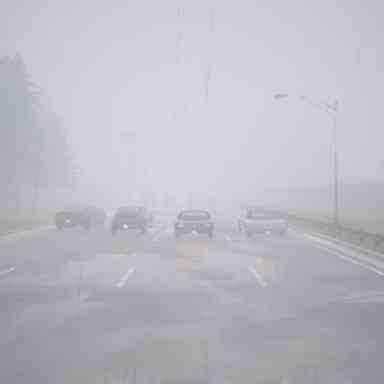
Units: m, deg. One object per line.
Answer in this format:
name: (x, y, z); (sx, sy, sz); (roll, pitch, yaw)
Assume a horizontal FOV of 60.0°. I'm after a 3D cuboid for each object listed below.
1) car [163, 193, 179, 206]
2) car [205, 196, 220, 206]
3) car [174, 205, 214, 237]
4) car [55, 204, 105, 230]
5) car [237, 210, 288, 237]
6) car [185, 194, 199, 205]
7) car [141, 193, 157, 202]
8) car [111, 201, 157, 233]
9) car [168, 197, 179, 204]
car: (-3.499, 1.246, 54.709); (2.150, 2.045, 5.566); (0, 0, 0)
car: (3.501, 1.529, 54.679); (1.837, 1.490, 4.892); (0, 0, 0)
car: (0.100, 1.609, 17.890); (1.895, 1.301, 4.718); (0, 0, 0)
car: (-6.899, 1.487, 21.027); (1.882, 1.535, 5.008); (0, 0, 0)
car: (3.600, 1.609, 17.900); (1.895, 1.301, 4.718); (0, 0, 0)
car: (0.001, 1.529, 54.679); (1.837, 1.490, 4.892); (0, 0, 0)
car: (-6.999, 1.246, 54.709); (2.150, 2.045, 5.566); (0, 0, 0)
car: (-3.399, 1.513, 19.507); (1.837, 1.490, 4.892); (0, 0, 0)
car: (-3.499, 1.629, 64.300); (1.895, 1.301, 4.718); (0, 0, 0)
